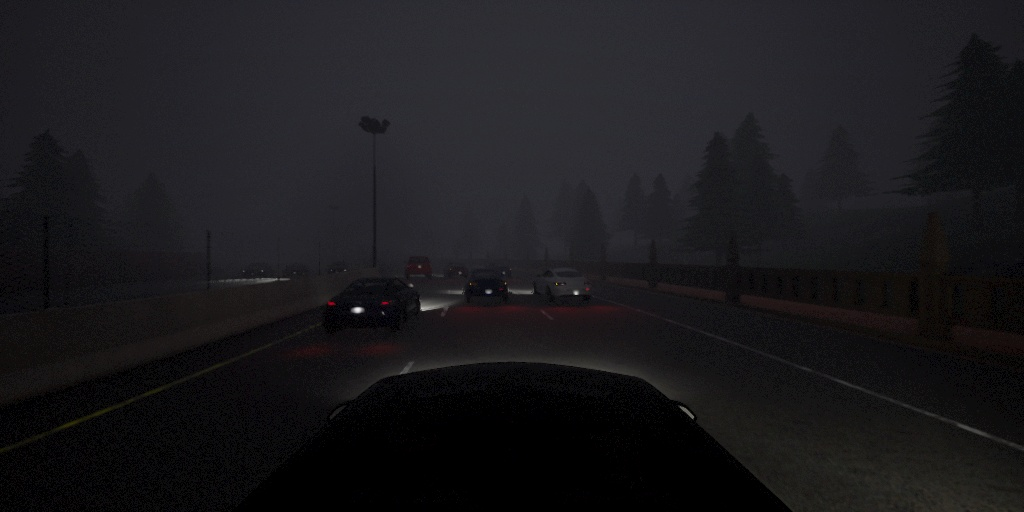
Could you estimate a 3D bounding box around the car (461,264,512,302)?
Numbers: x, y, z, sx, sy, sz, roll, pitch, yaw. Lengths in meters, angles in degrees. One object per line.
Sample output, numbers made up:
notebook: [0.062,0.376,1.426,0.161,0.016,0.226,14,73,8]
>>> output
car: [-1.305,1.276,16.935,1.812,1.442,4.674,0,0,-9]

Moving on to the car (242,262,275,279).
car: [-24.466,1.354,34.693,1.812,1.442,4.674,0,0,-23]

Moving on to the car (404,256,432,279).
car: [-8.560,0.993,32.585,2.150,2.045,5.566,0,0,-18]

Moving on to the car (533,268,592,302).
car: [2.258,1.263,16.785,1.812,1.442,4.674,0,0,-8]

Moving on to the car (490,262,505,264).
car: [-1.381,1.271,32.877,1.812,1.442,4.674,0,0,-17]

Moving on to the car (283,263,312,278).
car: [-20.765,1.379,34.857,1.994,1.385,4.181,0,0,-22]

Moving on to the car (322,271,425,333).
car: [-4.061,1.326,10.970,1.994,1.385,4.181,0,0,-6]

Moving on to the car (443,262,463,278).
car: [-5.270,1.285,33.601,1.812,1.442,4.674,0,0,-18]

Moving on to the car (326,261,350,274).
car: [-17.839,1.309,36.968,1.837,1.490,4.892,0,0,-22]
